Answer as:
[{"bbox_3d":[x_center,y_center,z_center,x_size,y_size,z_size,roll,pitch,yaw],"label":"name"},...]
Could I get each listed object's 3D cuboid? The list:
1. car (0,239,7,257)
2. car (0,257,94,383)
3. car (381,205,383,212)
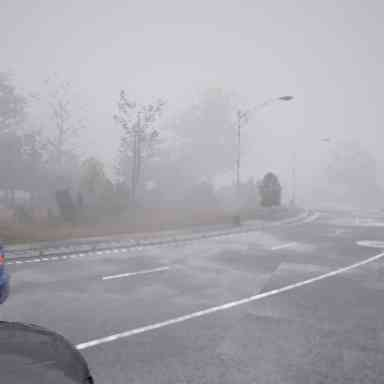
[{"bbox_3d":[-5.598,1.215,4.456,5.566,2.045,2.150,1,0,-36],"label":"car"},{"bbox_3d":[-2.982,1.483,1.688,4.902,1.511,2.128,1,0,-35],"label":"car"},{"bbox_3d":[23.163,1.709,37.856,1.812,1.442,4.674,1,0,15],"label":"car"}]
